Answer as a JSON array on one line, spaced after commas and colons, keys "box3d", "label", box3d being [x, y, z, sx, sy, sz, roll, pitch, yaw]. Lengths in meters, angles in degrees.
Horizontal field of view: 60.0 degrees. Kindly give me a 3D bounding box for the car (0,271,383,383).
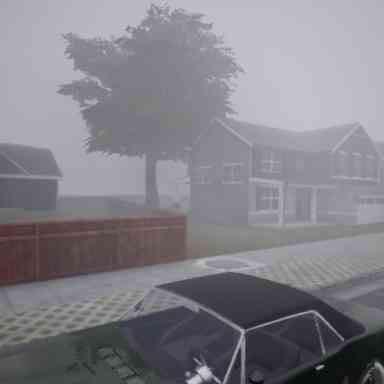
[{"box3d": [0.101, 1.603, 3.136, 4.718, 1.301, 1.895, 0, 0, -35], "label": "car"}]
